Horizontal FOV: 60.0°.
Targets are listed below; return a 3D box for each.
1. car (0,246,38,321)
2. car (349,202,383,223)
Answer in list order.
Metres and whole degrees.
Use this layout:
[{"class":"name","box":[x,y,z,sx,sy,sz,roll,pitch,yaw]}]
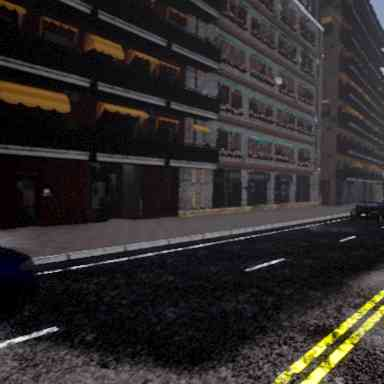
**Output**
[{"class":"car","box":[-4.599,1.347,4.926,1.994,1.385,4.181,2,1,43]},{"class":"car","box":[13.178,1.413,24.559,1.994,1.385,4.181,2,1,41]}]
